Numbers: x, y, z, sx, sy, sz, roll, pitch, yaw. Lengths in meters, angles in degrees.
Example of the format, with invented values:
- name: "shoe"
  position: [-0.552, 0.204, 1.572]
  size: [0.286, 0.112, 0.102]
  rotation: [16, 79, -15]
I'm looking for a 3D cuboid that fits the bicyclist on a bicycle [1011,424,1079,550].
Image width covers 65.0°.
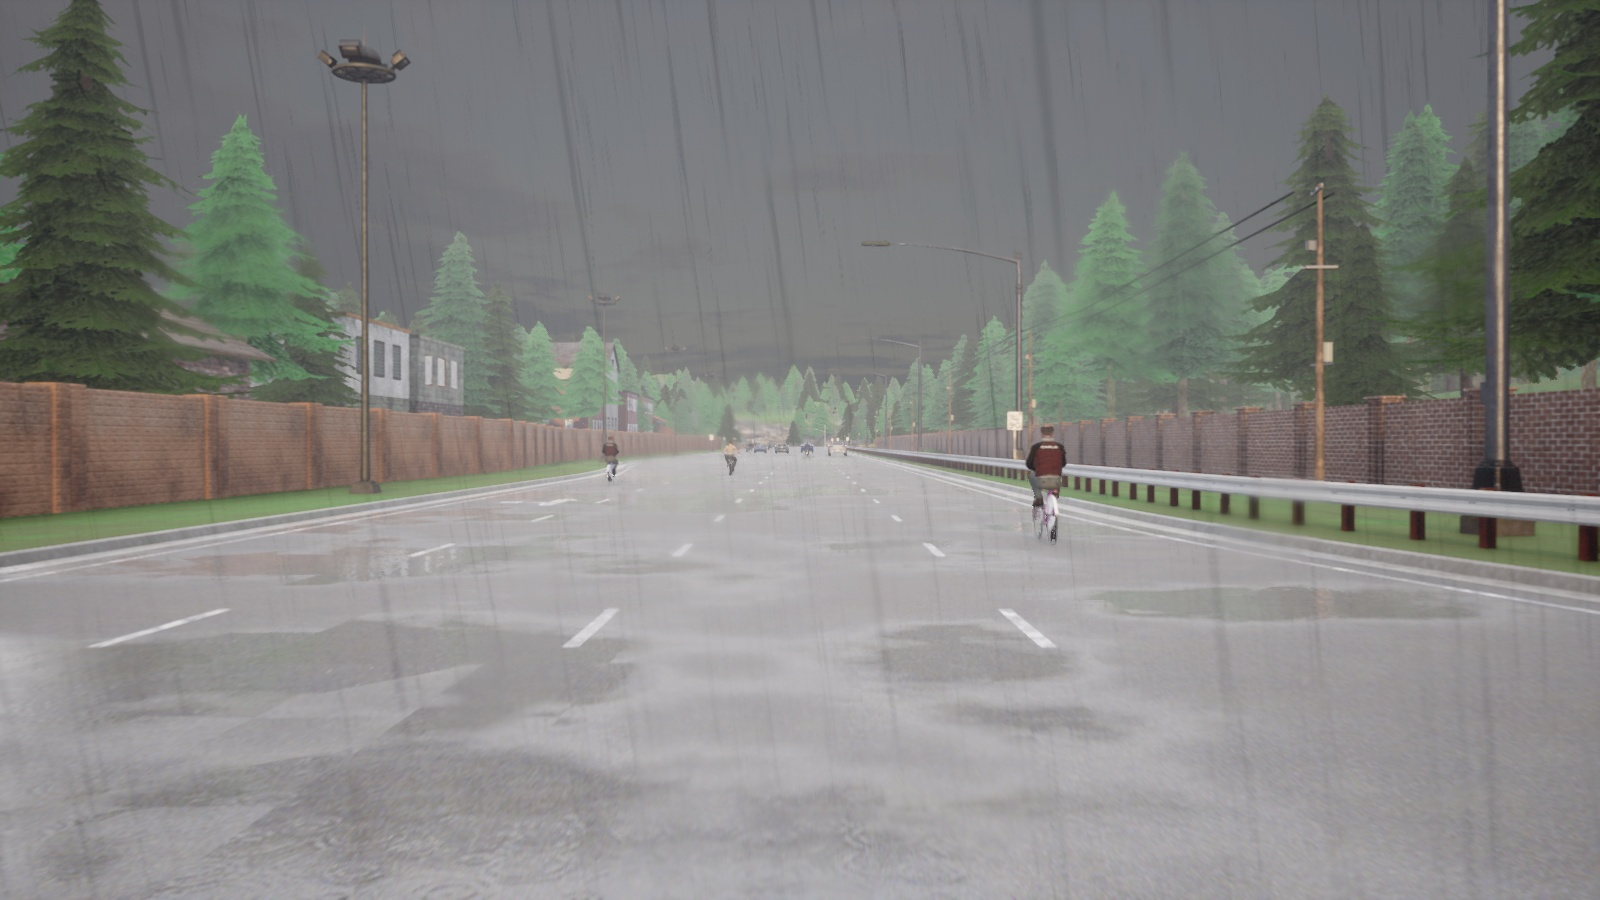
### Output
- name: "bicyclist on a bicycle"
  position: [3.621, 0.514, 18.711]
  size: [0.659, 1.776, 1.843]
  rotation: [0, 0, 0]
